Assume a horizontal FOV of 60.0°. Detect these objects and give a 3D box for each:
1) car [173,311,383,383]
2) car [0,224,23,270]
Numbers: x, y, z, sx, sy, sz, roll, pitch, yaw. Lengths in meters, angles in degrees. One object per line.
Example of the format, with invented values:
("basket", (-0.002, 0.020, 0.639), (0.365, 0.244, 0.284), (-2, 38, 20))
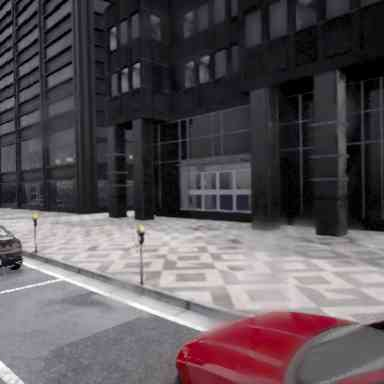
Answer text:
("car", (1.769, 1.471, 1.970), (4.507, 1.381, 1.887), (0, 1, 43))
("car", (-6.425, 1.541, 9.710), (4.403, 1.369, 2.008), (0, 1, 43))
